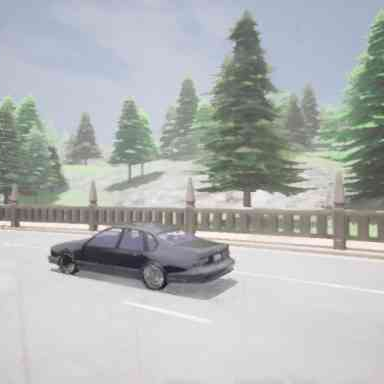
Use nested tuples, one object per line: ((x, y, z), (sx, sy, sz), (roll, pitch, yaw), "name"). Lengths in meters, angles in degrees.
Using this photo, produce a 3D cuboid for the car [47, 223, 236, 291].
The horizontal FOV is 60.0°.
((-1.543, 1.568, 8.990), (5.357, 1.411, 2.033), (-1, 0, 32), "car")
